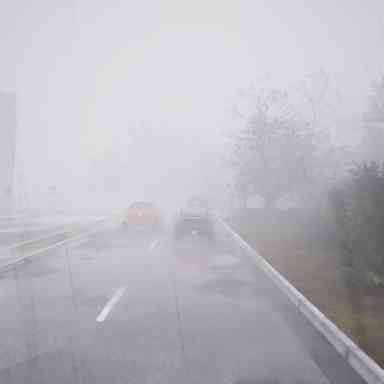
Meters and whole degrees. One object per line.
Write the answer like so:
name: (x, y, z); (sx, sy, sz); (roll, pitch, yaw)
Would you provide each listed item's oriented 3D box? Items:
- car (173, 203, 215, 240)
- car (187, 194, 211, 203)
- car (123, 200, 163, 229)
car: (0.095, 1.529, 17.094); (1.837, 1.490, 4.892); (0, 0, 0)
car: (0.769, 1.255, 35.176); (2.150, 2.045, 5.566); (-1, 0, 8)
car: (-3.150, 1.384, 22.221); (2.097, 1.767, 4.553); (0, 0, 0)
